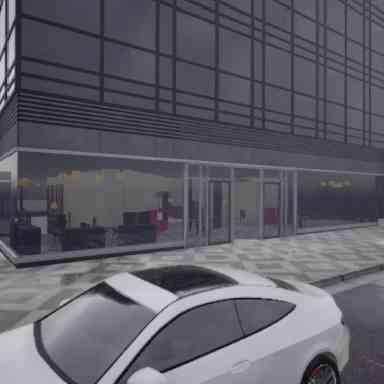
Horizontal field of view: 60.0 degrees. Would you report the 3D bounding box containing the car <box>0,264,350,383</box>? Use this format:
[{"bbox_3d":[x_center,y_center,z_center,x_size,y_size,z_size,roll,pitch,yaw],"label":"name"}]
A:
[{"bbox_3d":[-0.347,1.526,3.131,4.674,1.442,1.812,0,0,-35],"label":"car"}]
